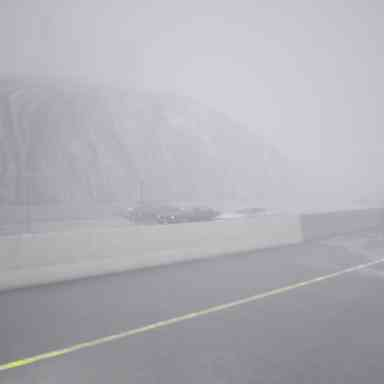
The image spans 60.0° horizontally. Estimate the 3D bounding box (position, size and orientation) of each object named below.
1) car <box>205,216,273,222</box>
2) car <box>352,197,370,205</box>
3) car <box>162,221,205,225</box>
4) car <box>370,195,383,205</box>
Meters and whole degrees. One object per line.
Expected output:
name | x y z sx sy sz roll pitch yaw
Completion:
car | 3.239 1.521 19.983 4.674 1.442 1.812 0 0 -40
car | 29.030 1.591 56.674 4.718 1.301 1.895 0 0 -42
car | 0.029 1.606 21.855 4.718 1.301 1.895 0 0 -40
car | 31.400 1.310 54.100 4.553 1.767 2.097 0 0 -42
